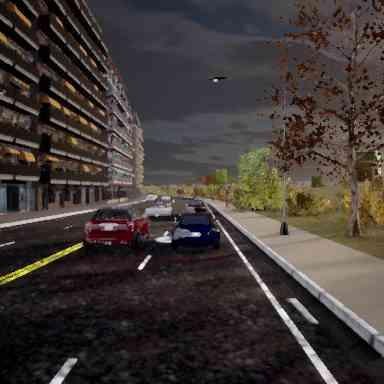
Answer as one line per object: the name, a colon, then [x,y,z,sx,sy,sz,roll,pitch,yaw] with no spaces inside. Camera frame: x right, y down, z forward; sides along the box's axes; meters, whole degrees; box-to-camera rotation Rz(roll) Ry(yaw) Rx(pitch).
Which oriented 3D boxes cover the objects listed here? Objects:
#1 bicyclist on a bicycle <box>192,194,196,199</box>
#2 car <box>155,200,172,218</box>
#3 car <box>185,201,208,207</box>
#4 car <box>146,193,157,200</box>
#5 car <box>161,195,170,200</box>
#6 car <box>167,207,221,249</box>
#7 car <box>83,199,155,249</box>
bicyclist on a bicycle: [0.875,1.395,90.596,0.659,1.776,1.843,0,0,-3]
car: [-2.848,1.620,29.610,1.895,1.301,4.718,0,0,1]
car: [0.402,1.499,29.531,2.128,1.511,4.902,0,0,1]
car: [-9.240,1.175,75.859,2.150,2.045,5.566,0,0,-1]
car: [-5.992,1.472,75.992,1.812,1.442,4.674,0,0,-1]
car: [0.176,1.573,14.532,1.994,1.385,4.181,0,0,1]
car: [-3.074,1.366,14.550,2.097,1.767,4.553,0,0,1]
